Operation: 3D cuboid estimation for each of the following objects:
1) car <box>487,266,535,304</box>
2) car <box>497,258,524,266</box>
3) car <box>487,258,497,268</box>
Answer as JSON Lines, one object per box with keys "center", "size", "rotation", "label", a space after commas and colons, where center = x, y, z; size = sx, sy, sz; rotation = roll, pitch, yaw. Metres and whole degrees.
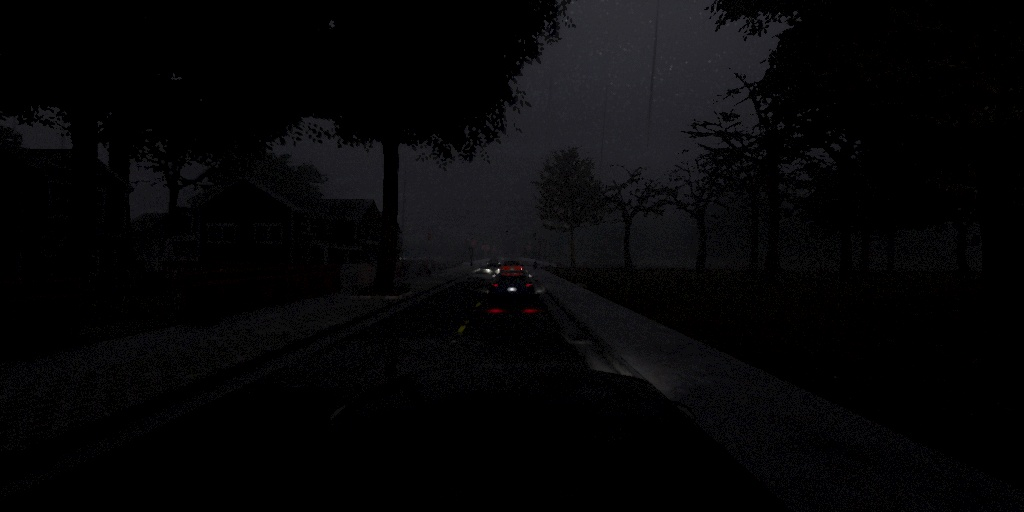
{"center": [0.000, 1.322, 16.501], "size": [1.994, 1.385, 4.181], "rotation": [0, 0, 0], "label": "car"}
{"center": [0.000, 1.108, 31.474], "size": [2.097, 1.767, 4.553], "rotation": [0, 0, 0], "label": "car"}
{"center": [-2.750, 1.118, 55.537], "size": [2.097, 1.767, 4.553], "rotation": [0, 0, 0], "label": "car"}
